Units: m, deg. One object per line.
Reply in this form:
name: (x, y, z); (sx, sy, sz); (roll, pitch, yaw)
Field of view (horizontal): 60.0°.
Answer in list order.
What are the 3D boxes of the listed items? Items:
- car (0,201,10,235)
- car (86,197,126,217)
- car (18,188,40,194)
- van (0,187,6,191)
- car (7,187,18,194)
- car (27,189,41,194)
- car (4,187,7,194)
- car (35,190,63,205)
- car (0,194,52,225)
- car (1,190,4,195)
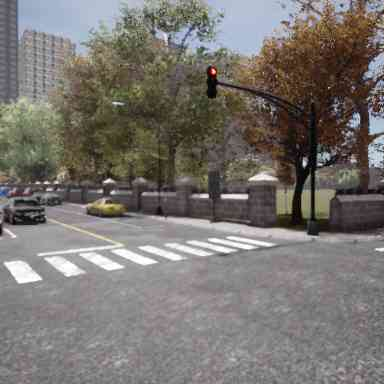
car: (-10.028, 1.248, 15.695); (1.802, 1.307, 4.206); (1, 0, -36)
car: (-6.608, 1.053, 25.235); (1.752, 1.417, 4.829); (1, 0, -36)
car: (-22.800, 0.359, 47.478); (2.192, 1.841, 5.009); (1, 0, -36)
van: (-39.096, -0.094, 69.859); (1.690, 1.788, 3.998); (1, 0, -36)
car: (-29.318, 0.167, 56.430); (2.192, 1.841, 5.009); (1, 0, -36)
car: (-19.546, 0.706, 43.003); (1.947, 1.339, 4.313); (1, 0, -36)
car: (-32.582, 0.306, 60.908); (2.008, 1.369, 4.403); (1, 0, -36)
car: (-16.285, 0.788, 38.526); (2.008, 1.369, 4.403); (1, 0, -36)
car: (-10.334, 1.086, 20.494); (1.837, 1.490, 4.892); (0, 1, -36)
car: (-23.879, 0.740, 39.171); (1.994, 1.385, 4.181); (0, 1, -36)
